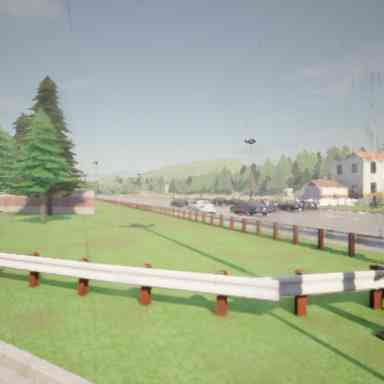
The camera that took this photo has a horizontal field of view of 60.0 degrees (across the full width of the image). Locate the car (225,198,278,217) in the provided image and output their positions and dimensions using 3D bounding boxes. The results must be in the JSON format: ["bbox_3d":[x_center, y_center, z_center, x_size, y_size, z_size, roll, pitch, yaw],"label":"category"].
[{"bbox_3d":[5.594,1.589,32.114,2.033,1.411,5.357,0,0,-20],"label":"car"}]

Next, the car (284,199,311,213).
[{"bbox_3d":[10.928,1.610,37.904,1.895,1.301,4.718,0,0,-20],"label":"car"}]

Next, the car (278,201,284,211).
[{"bbox_3d":[7.574,1.528,36.875,2.128,1.511,4.902,0,0,-20],"label":"car"}]

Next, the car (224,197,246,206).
[{"bbox_3d":[7.415,1.664,57.635,1.994,1.385,4.181,0,0,-20],"label":"car"}]

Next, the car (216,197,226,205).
[{"bbox_3d":[4.462,1.626,55.525,1.837,1.490,4.892,0,0,-20],"label":"car"}]

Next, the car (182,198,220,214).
[{"bbox_3d":[0.878,1.619,34.768,1.812,1.442,4.674,0,0,-20],"label":"car"}]

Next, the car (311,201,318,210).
[{"bbox_3d":[13.509,1.558,41.024,1.994,1.385,4.181,0,0,-20],"label":"car"}]

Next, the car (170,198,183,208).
[{"bbox_3d":[-2.074,1.666,53.012,2.128,1.511,4.902,0,0,-20],"label":"car"}]
